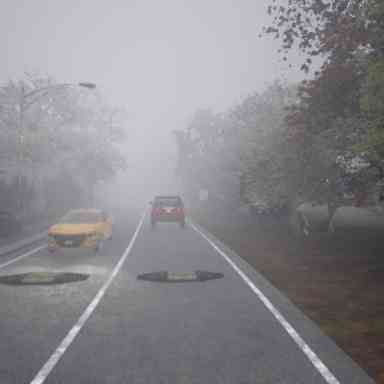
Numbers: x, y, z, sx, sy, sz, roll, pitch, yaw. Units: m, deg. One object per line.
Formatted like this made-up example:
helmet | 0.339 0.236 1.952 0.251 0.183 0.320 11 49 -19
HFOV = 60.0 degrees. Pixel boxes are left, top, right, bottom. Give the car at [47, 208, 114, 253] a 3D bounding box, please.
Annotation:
car | -4.470 1.462 13.939 1.882 1.535 5.008 0 0 -5

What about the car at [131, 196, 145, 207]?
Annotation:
car | -9.410 1.700 58.539 2.150 2.045 5.566 0 -3 -7

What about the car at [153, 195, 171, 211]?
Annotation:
car | -3.851 1.340 41.667 2.097 1.767 4.553 0 0 -7

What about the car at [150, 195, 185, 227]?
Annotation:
car | -1.691 1.222 22.792 2.150 2.045 5.566 0 0 -6
